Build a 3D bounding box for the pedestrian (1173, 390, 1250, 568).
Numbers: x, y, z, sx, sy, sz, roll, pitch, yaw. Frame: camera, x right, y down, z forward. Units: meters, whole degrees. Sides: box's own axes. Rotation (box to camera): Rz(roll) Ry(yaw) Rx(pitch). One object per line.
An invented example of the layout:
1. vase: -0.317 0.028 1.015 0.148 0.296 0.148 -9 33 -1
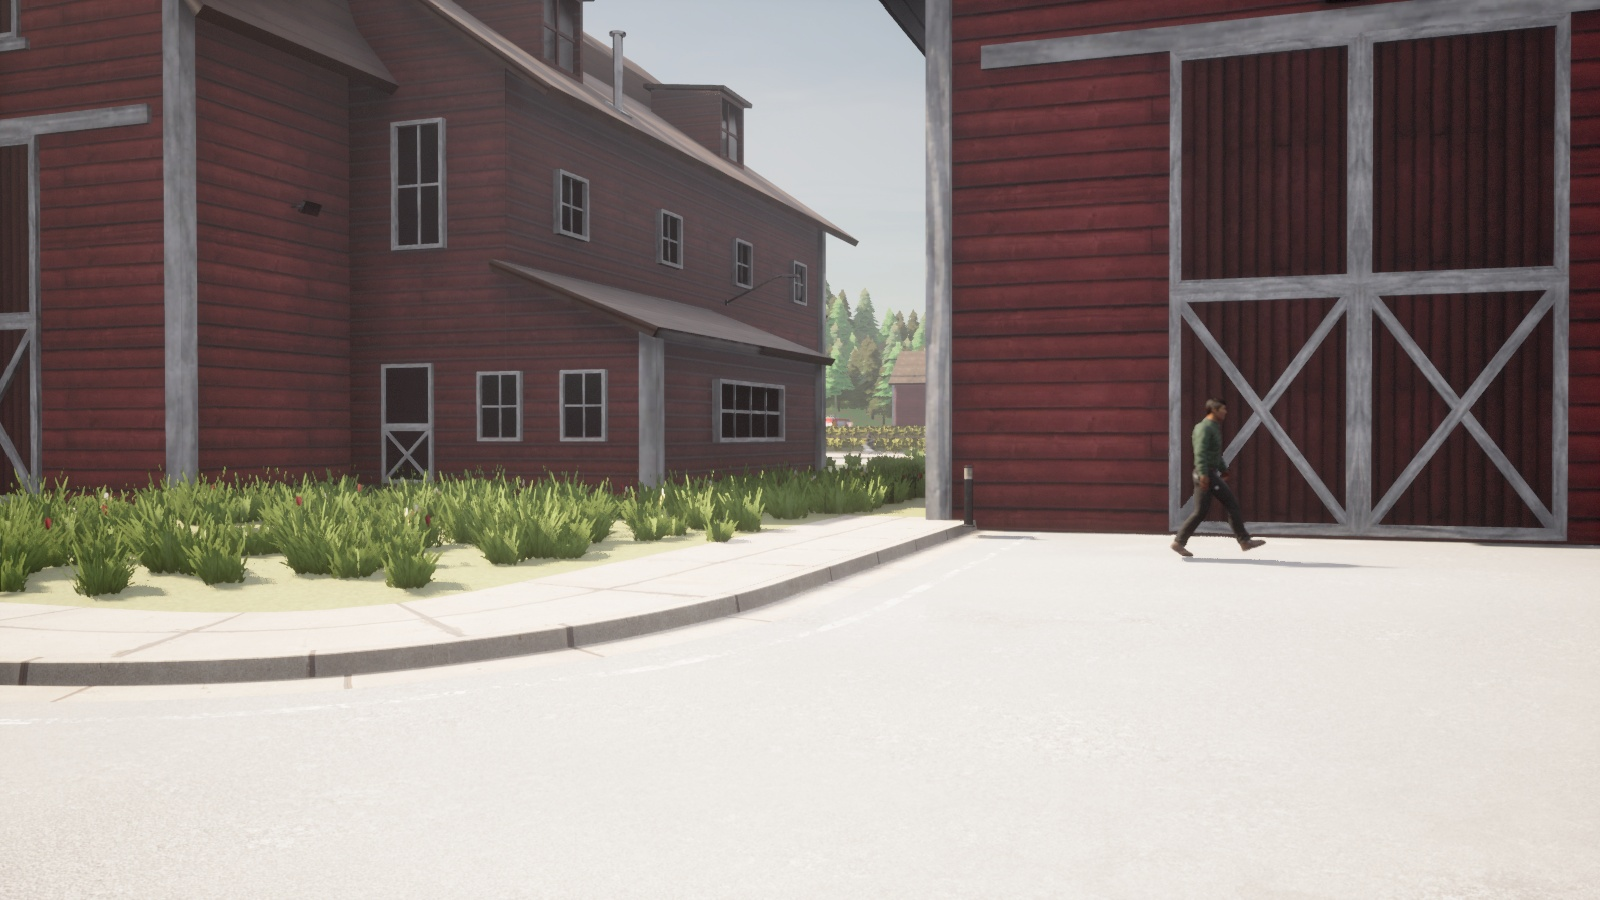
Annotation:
1. pedestrian: 4.625 0.315 14.114 0.788 1.949 0.423 1 1 20
